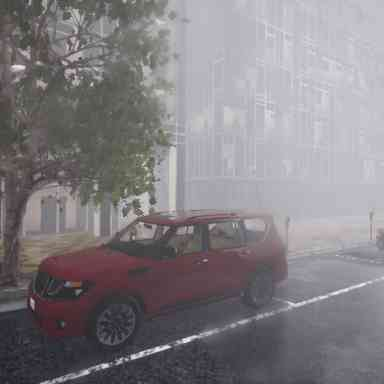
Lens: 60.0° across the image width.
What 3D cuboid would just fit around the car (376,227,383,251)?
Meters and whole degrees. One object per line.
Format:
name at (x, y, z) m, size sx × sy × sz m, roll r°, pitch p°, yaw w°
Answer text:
car at (8.900, 1.548, 12.932) m, size 4.507 × 1.381 × 1.887 m, roll 0°, pitch 1°, yaw -36°

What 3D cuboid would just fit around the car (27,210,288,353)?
car at (-0.296, 1.316, 6.341) m, size 5.009 × 1.841 × 2.192 m, roll 0°, pitch 1°, yaw -36°
